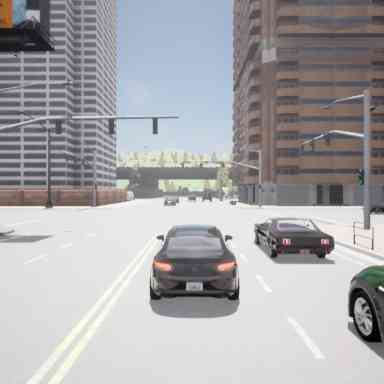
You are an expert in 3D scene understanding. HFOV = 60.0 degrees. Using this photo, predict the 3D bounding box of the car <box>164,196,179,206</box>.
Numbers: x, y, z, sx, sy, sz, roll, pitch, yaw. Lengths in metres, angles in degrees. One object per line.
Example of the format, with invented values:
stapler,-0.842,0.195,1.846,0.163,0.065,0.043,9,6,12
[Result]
car,-3.590,1.488,54.818,2.128,1.511,4.902,0,0,-1

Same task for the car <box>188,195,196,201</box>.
car,0.014,1.420,77.292,1.837,1.490,4.892,0,0,0

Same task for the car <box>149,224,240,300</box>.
car,0.062,1.525,8.249,1.812,1.442,4.674,0,0,0

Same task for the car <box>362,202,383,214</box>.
car,19.963,1.599,33.724,4.718,1.301,1.895,0,0,1

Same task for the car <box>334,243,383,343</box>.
car,3.601,1.352,3.617,2.097,1.767,4.553,0,0,0

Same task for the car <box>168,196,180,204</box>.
car,-3.524,1.488,65.997,2.128,1.511,4.902,0,0,1

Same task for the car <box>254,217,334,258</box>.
car,3.605,1.600,12.702,1.895,1.301,4.718,0,0,1

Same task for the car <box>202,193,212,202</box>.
car,3.514,1.220,78.002,2.150,2.045,5.566,0,0,0
